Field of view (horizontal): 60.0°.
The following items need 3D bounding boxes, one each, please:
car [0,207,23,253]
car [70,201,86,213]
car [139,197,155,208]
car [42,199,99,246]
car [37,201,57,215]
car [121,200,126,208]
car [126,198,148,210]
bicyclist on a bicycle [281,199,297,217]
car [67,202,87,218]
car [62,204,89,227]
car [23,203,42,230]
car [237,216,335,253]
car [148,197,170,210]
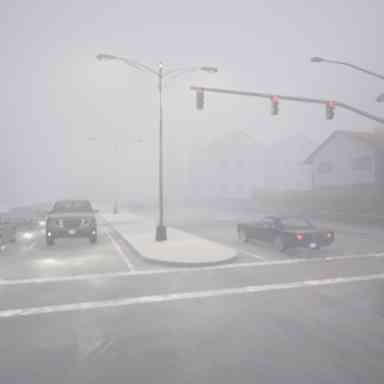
[{"bbox_3d":[-8.821,1.628,14.177,1.882,1.535,5.008,0,0,-18],"label":"car"},{"bbox_3d":[-15.186,1.960,44.348,1.994,1.385,4.181,0,0,-18],"label":"car"},{"bbox_3d":[-8.049,1.814,59.438,2.097,1.767,4.553,0,0,-19],"label":"car"},{"bbox_3d":[-5.994,1.375,16.830,2.150,2.045,5.566,0,0,-18],"label":"car"},{"bbox_3d":[-17.859,1.894,41.269,1.837,1.490,4.892,0,0,-18],"label":"car"},{"bbox_3d":[-11.376,2.020,58.353,2.033,1.411,5.357,0,0,-19],"label":"car"},{"bbox_3d":[-8.150,1.914,48.872,1.812,1.442,4.674,0,0,-18],"label":"car"},{"bbox_3d":[8.392,1.459,28.882,1.656,1.620,0.582,0,0,-19],"label":"bicyclist on a bicycle"},{"bbox_3d":[-12.037,1.817,34.846,1.837,1.490,4.892,0,0,-18],"label":"car"},{"bbox_3d":[-9.095,1.761,26.090,1.812,1.442,4.674,0,0,-19],"label":"car"},{"bbox_3d":[-11.681,1.752,22.776,1.812,1.442,4.674,0,0,-19],"label":"car"},{"bbox_3d":[3.711,1.683,14.297,1.895,1.301,4.718,0,0,-19],"label":"car"},{"bbox_3d":[-4.873,1.730,49.956,2.097,1.767,4.553,0,0,-19],"label":"car"}]
